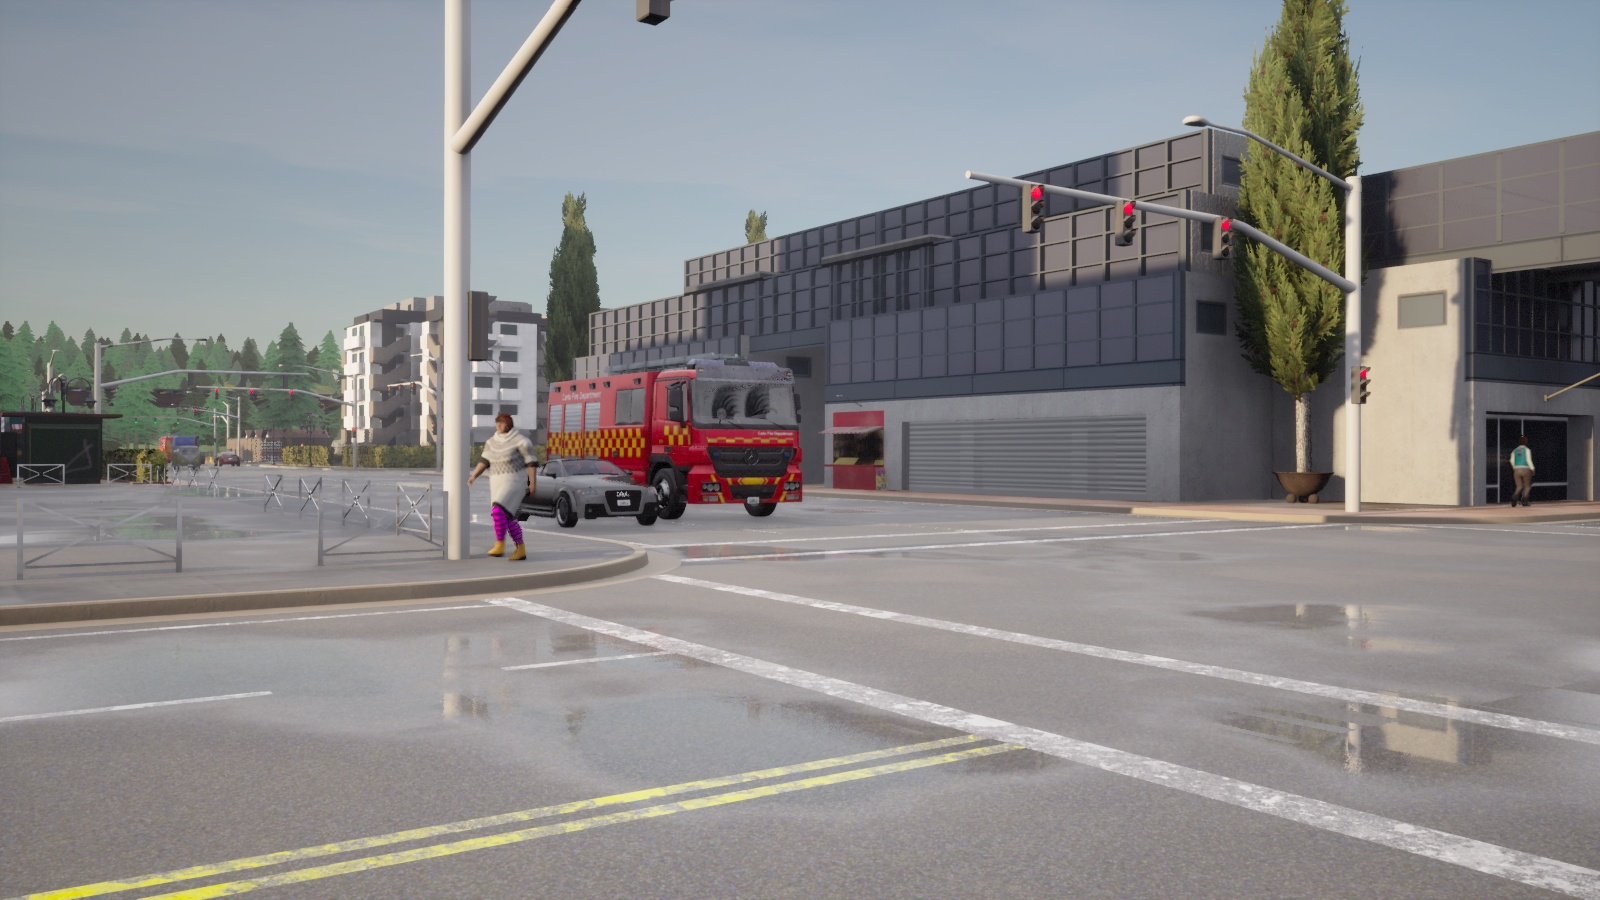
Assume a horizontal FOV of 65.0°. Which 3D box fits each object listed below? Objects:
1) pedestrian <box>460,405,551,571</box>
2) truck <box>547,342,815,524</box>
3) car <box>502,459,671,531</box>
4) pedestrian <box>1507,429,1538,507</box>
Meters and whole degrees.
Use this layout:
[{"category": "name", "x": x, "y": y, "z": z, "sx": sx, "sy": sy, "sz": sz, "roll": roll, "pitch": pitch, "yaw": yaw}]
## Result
[{"category": "pedestrian", "x": -3.588, "y": 0.448, "z": 15.331, "sx": 0.659, "sy": 1.952, "sz": 0.873, "roll": 0, "pitch": 0, "yaw": 29}, {"category": "truck", "x": -3.203, "y": -0.338, "z": 30.756, "sx": 2.891, "sy": 3.827, "sz": 8.468, "roll": 0, "pitch": 0, "yaw": -33}, {"category": "car", "x": -4.588, "y": 0.883, "z": 26.522, "sx": 1.994, "sy": 1.385, "sz": 4.181, "roll": 0, "pitch": 0, "yaw": -34}, {"category": "pedestrian", "x": 18.151, "y": 0.442, "z": 31.553, "sx": 0.692, "sy": 1.930, "sz": 0.396, "roll": 0, "pitch": 0, "yaw": -35}]
